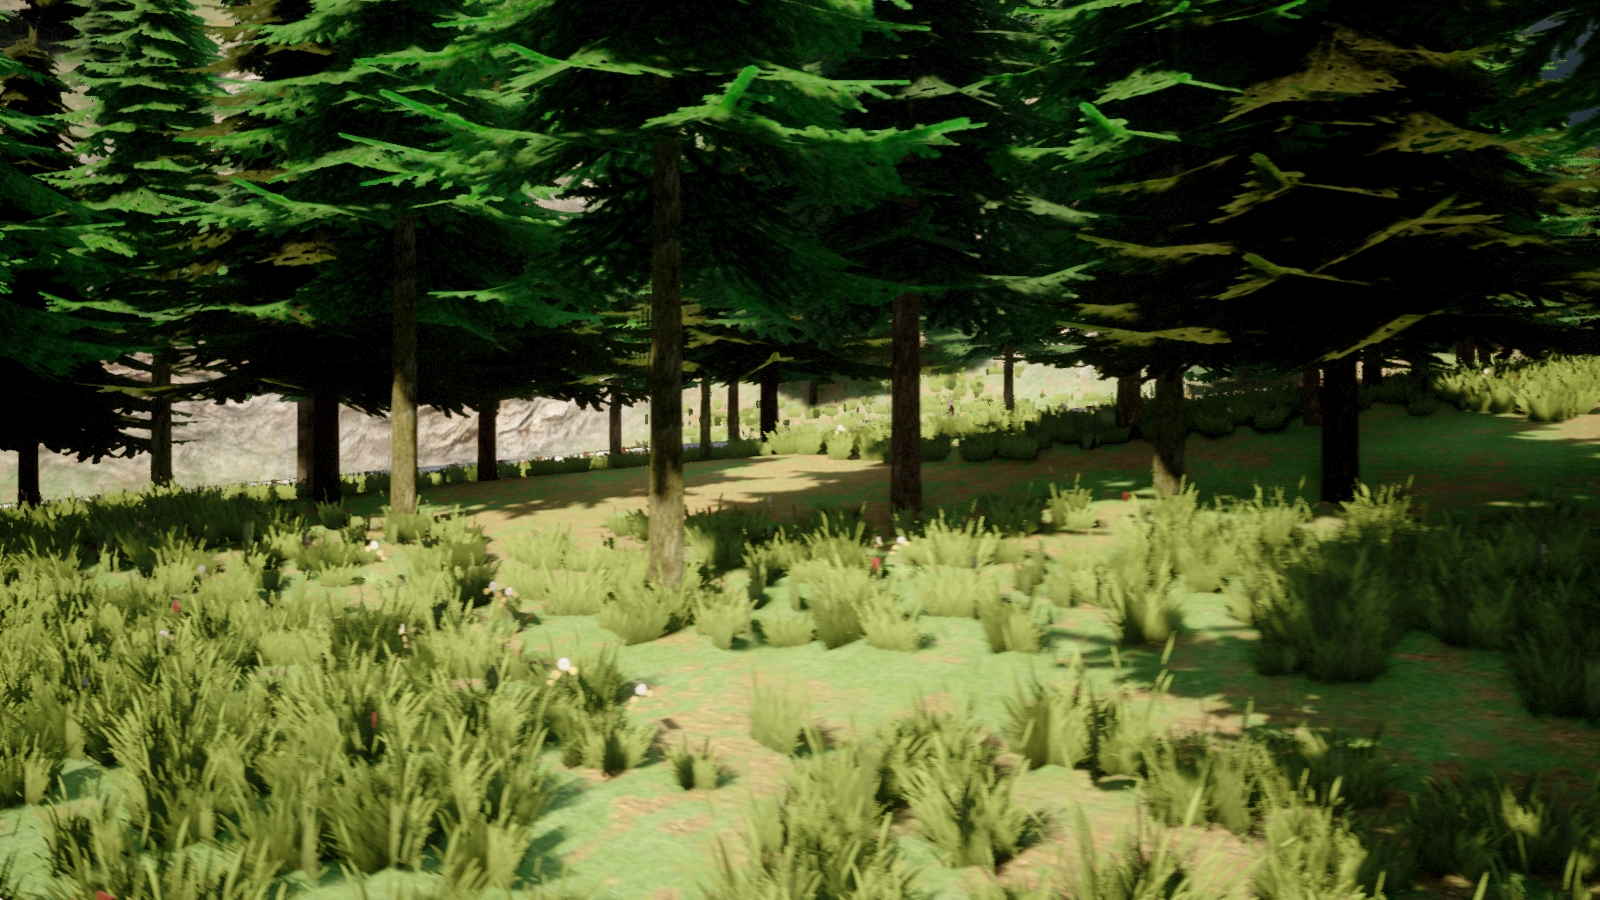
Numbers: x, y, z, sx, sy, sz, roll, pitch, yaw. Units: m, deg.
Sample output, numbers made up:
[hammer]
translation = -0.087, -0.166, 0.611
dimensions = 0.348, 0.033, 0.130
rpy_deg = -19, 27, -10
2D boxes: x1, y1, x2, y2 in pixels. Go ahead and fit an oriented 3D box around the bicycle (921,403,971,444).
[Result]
[bicycle]
translation = 5.808, -1.038, 45.494
dimensions = 1.835, 1.471, 0.329
rpy_deg = -4, -2, 23
